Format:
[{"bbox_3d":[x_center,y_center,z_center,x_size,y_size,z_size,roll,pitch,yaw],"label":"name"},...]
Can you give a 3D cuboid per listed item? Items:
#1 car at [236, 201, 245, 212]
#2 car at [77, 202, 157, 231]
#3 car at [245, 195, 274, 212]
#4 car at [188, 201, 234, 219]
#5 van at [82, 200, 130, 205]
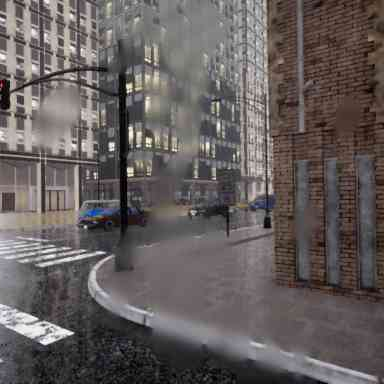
[{"bbox_3d":[6.751,1.689,41.430,1.752,1.417,4.829,-2,-1,36],"label":"car"},{"bbox_3d":[-4.552,1.614,21.177,2.033,1.411,5.357,-1,-1,36],"label":"car"},{"bbox_3d":[8.924,1.335,39.993,2.150,2.045,5.566,-1,-1,36],"label":"car"},{"bbox_3d":[1.525,1.579,29.669,2.128,1.511,4.902,-1,-1,36],"label":"car"},{"bbox_3d":[-6.070,1.460,23.512,1.690,1.788,3.998,-2,-1,36],"label":"van"}]
